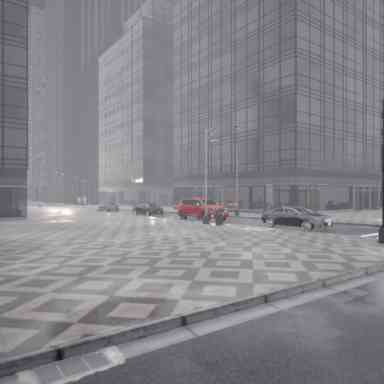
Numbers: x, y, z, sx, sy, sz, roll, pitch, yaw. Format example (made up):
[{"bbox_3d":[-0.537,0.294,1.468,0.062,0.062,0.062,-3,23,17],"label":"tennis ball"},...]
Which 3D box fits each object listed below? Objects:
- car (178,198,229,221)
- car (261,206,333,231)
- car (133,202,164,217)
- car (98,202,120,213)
[{"bbox_3d":[0.884,1.568,30.059,2.150,2.045,5.566,0,-1,-37],"label":"car"},{"bbox_3d":[6.793,1.683,21.924,2.128,1.511,4.902,0,-1,-36],"label":"car"},{"bbox_3d":[-5.087,1.980,38.311,1.882,1.535,5.008,0,-1,-36],"label":"car"},{"bbox_3d":[-12.028,2.194,47.983,1.837,1.490,4.892,0,-1,-36],"label":"car"}]
